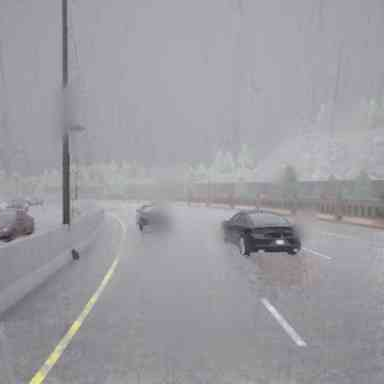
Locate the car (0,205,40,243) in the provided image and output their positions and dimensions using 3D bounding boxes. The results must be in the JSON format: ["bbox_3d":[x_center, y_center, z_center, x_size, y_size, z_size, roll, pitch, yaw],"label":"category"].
[{"bbox_3d":[-8.727,1.545,15.534,1.812,1.442,4.674,0,0,-11],"label":"car"}]

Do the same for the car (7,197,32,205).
[{"bbox_3d":[-19.803,1.424,37.955,2.097,1.767,4.553,-1,0,-27],"label":"car"}]

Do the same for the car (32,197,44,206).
[{"bbox_3d":[-25.297,1.592,53.776,1.837,1.490,4.892,0,0,-36],"label":"car"}]

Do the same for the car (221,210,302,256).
[{"bbox_3d":[2.470,1.438,13.014,1.882,1.535,5.008,0,0,-8],"label":"car"}]

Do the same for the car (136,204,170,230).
[{"bbox_3d":[-2.511,1.497,20.995,1.812,1.442,4.674,0,0,-13],"label":"car"}]
